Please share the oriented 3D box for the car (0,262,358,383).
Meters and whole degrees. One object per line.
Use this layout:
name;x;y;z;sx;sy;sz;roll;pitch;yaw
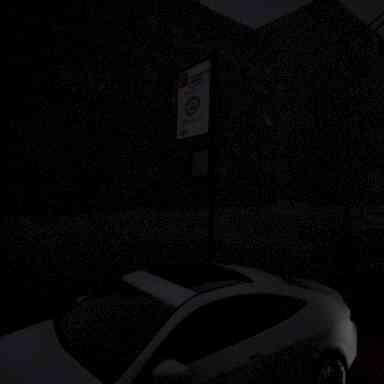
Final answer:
car;-0.207;1.526;3.238;4.674;1.442;1.812;0;0;-35
